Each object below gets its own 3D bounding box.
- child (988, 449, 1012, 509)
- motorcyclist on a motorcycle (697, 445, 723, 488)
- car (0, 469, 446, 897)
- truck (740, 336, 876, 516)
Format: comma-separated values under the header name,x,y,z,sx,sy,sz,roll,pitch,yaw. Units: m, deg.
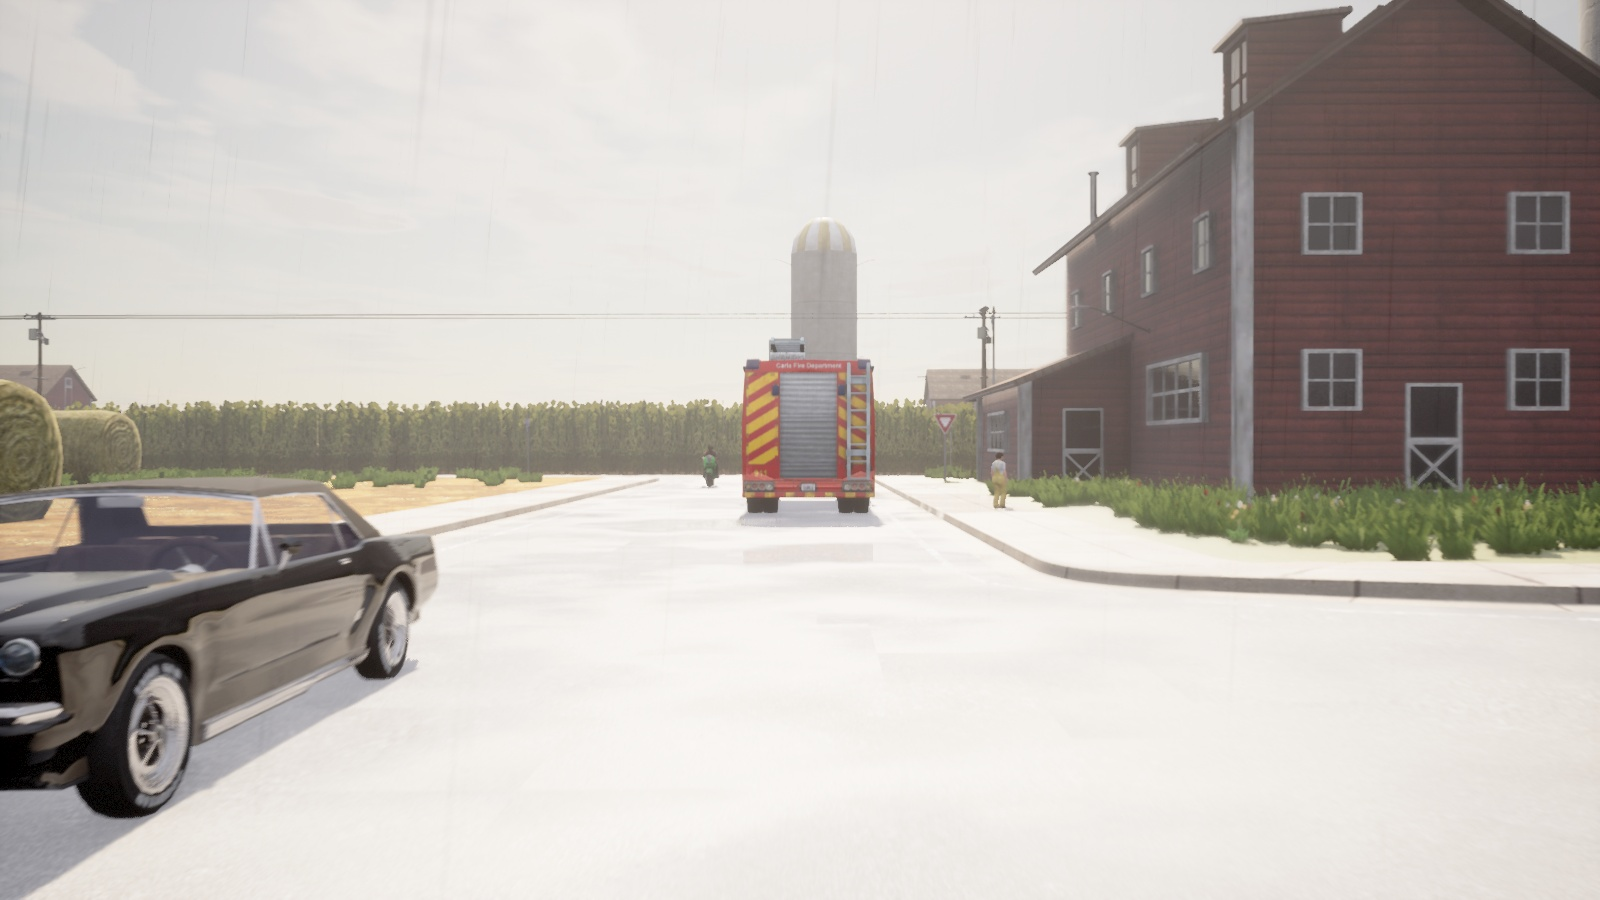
name,x,y,z,sx,sy,sz,roll,pitch,yaw
child,4.273,0.608,26.823,0.437,1.263,0.270,0,0,-37
motorcyclist on a motorcycle,-3.226,0.575,45.101,0.797,1.523,2.044,0,0,0
car,-3.454,0.808,6.459,1.895,1.301,4.718,-1,0,0
truck,0.194,-0.519,30.910,2.891,3.827,8.468,0,0,0
